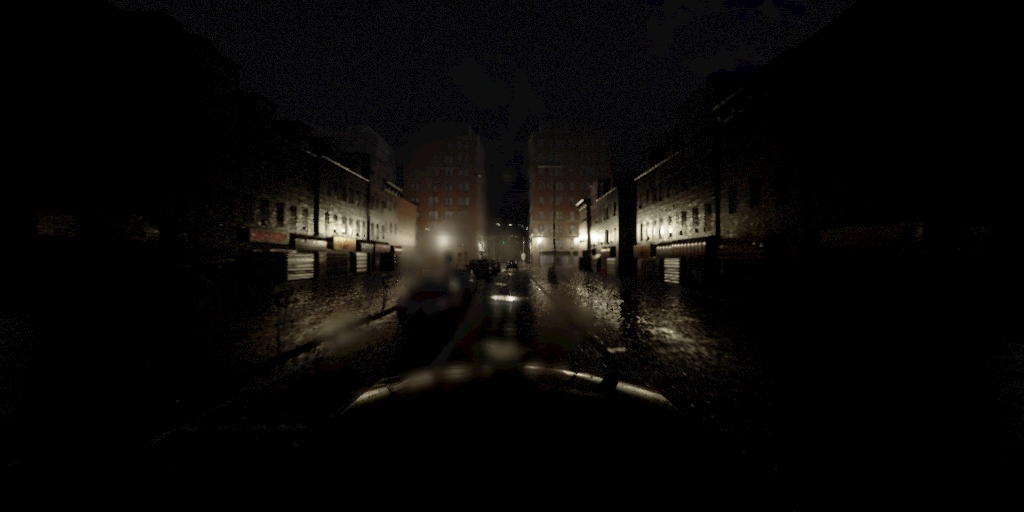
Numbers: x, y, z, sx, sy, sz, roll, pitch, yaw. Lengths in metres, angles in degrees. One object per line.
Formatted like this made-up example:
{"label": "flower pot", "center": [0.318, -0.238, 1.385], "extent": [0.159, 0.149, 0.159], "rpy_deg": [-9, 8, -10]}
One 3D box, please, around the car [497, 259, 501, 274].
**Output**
{"label": "car", "center": [-2.632, 1.217, 40.502], "extent": [2.192, 1.841, 5.009], "rpy_deg": [0, 0, 0]}

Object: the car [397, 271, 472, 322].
{"label": "car", "center": [-2.636, 1.364, 12.435], "extent": [1.802, 1.307, 4.207], "rpy_deg": [0, 0, 0]}

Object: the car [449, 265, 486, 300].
{"label": "car", "center": [-2.635, 1.353, 18.049], "extent": [2.007, 1.370, 4.403], "rpy_deg": [0, 0, 0]}

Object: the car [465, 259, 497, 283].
{"label": "car", "center": [-2.634, 1.163, 29.276], "extent": [2.192, 1.841, 5.009], "rpy_deg": [0, 0, 0]}

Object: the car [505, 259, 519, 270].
{"label": "car", "center": [0.007, 1.511, 58.852], "extent": [1.837, 1.490, 4.892], "rpy_deg": [0, 0, 0]}
